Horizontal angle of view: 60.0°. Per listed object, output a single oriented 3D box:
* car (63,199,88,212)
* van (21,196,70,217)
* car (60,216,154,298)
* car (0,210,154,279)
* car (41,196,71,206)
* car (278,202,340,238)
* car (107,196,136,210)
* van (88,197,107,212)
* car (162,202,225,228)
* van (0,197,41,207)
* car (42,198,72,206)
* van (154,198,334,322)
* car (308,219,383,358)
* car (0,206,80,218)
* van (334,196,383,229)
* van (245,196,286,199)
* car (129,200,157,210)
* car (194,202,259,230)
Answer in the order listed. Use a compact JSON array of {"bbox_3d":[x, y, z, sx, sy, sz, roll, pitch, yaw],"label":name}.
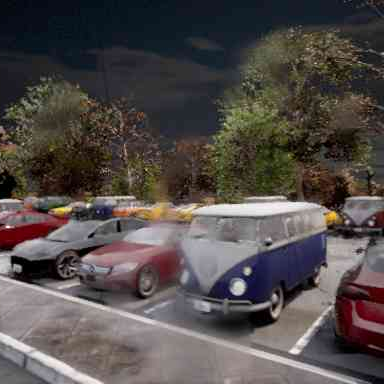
[{"bbox_3d":[-8.772,1.635,30.604,2.231,1.521,4.892,-1,0,36],"label":"car"},{"bbox_3d":[-15.555,1.503,35.610,1.878,1.987,4.442,-1,-1,36],"label":"van"},{"bbox_3d":[-0.742,1.516,8.789,2.002,1.452,4.674,-1,0,36],"label":"car"},{"bbox_3d":[-3.020,1.529,10.379,2.163,1.488,4.792,-1,0,36],"label":"car"},{"bbox_3d":[-13.256,1.436,33.855,2.435,2.045,5.566,-1,-1,36],"label":"car"},{"bbox_3d":[6.897,1.470,19.176,1.946,1.575,5.366,-1,0,36],"label":"car"},{"bbox_3d":[-4.281,1.462,27.361,2.185,1.767,4.553,-1,0,36],"label":"car"},{"bbox_3d":[-6.448,1.385,29.093,1.878,1.987,4.442,-1,0,36],"label":"van"},{"bbox_3d":[0.242,1.542,24.158,2.097,1.535,5.008,-1,0,36],"label":"car"},{"bbox_3d":[-9.709,1.342,15.344,1.878,1.987,4.442,-1,0,36],"label":"van"},{"bbox_3d":[-11.126,1.656,32.069,1.946,1.575,5.366,-1,0,36],"label":"car"},{"bbox_3d":[1.444,1.228,7.078,1.878,1.987,4.442,-1,0,36],"label":"van"},{"bbox_3d":[3.794,1.460,5.577,2.163,1.488,4.792,0,0,36],"label":"car"},{"bbox_3d":[-7.514,1.545,13.637,2.097,1.535,5.008,-1,0,36],"label":"car"},{"bbox_3d":[9.186,1.225,17.622,1.878,1.987,4.442,-1,0,36],"label":"van"},{"bbox_3d":[4.817,1.271,21.035,1.878,1.987,4.442,-1,0,36],"label":"van"},{"bbox_3d":[-2.113,1.566,25.843,2.097,1.535,5.008,-1,0,36],"label":"car"},{"bbox_3d":[2.494,1.520,22.545,2.231,1.521,4.892,-1,0,36],"label":"car"}]
